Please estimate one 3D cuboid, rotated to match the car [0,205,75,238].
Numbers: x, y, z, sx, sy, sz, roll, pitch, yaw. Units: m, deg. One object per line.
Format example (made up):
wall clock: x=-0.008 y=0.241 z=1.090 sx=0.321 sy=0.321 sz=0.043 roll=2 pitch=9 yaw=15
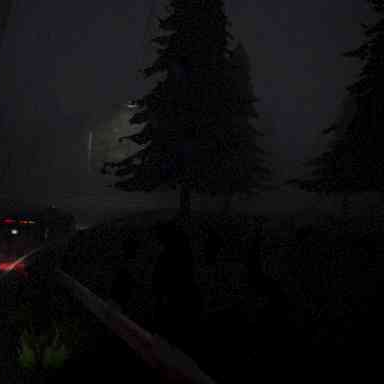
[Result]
car: x=-7.402 y=1.405 z=16.491 sx=1.837 sy=1.490 sz=4.892 roll=4 pitch=1 yaw=2
